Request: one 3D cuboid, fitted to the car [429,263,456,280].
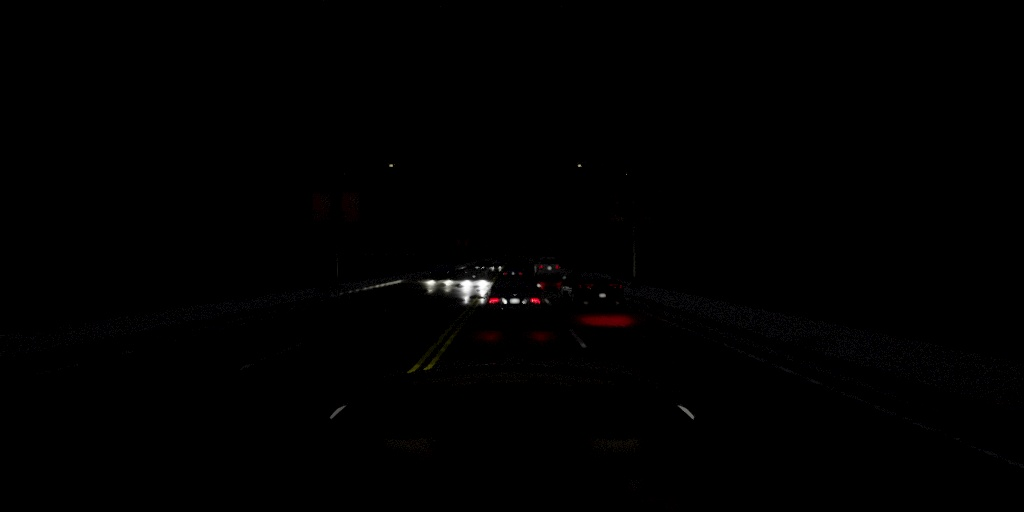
[{"bbox_3d":[-6.604,1.415,34.522,1.882,1.535,5.008,0,0,0],"label":"car"}]

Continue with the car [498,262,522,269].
[{"bbox_3d":[0.091,1.466,30.826,2.033,1.411,5.357,0,0,0],"label":"car"}]

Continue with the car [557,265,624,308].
[{"bbox_3d":[3.339,1.315,15.668,1.882,1.535,5.008,0,0,0],"label":"car"}]

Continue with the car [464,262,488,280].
[{"bbox_3d":[-3.355,1.535,33.925,1.895,1.301,4.718,0,0,0],"label":"car"}]

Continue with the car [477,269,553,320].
[{"bbox_3d":[0.087,1.368,12.913,2.033,1.411,5.357,0,0,0],"label":"car"}]

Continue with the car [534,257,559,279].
[{"bbox_3d":[3.342,1.159,34.648,2.150,2.045,5.566,0,0,0],"label":"car"}]
